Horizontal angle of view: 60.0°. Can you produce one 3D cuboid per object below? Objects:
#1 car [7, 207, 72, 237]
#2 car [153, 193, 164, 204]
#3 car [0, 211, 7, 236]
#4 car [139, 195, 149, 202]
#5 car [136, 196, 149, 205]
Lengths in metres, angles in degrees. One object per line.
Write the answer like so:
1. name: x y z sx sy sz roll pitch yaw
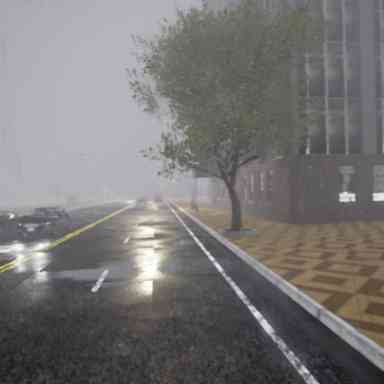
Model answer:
1. car: -8.465 1.655 19.466 2.128 1.511 4.902 -1 0 -5
2. car: -6.460 1.544 64.658 1.812 1.442 4.674 -1 0 -6
3. car: -11.775 1.844 19.935 1.895 1.301 4.718 -1 0 -6
4. car: -10.710 1.482 74.279 1.994 1.385 4.181 -1 0 -6
5. car: -9.651 1.589 63.914 2.128 1.511 4.902 -1 0 -6
